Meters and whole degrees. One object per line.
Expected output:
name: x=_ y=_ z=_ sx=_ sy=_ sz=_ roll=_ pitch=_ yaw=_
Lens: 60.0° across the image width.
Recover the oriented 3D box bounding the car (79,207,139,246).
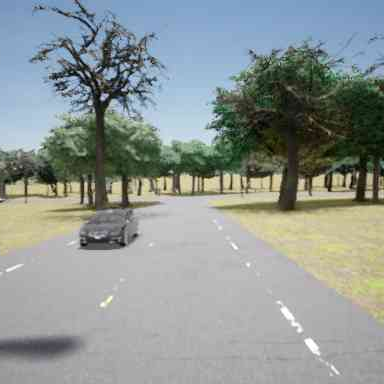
car: x=-3.594 y=1.492 z=15.105 sx=1.837 sy=1.490 sz=4.892 roll=0 pitch=0 yaw=0
